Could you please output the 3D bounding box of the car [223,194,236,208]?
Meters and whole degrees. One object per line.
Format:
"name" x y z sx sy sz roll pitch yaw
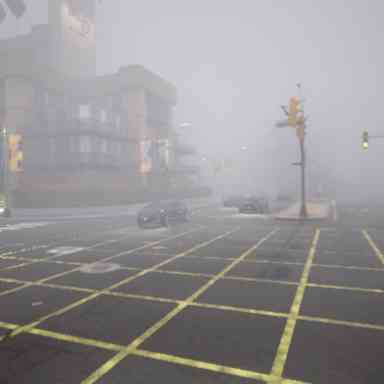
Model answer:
"car" 4.806 0.940 36.252 1.994 1.385 4.181 -1 1 23

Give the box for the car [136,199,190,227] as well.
"car" -1.666 1.234 20.733 1.837 1.490 4.892 -1 0 23

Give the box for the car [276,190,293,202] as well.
"car" 12.844 0.558 46.067 1.882 1.535 5.008 -1 1 23

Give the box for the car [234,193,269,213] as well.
"car" 5.318 1.044 28.494 1.994 1.385 4.181 -1 1 23

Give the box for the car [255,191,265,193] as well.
"car" 9.813 0.643 47.875 1.812 1.442 4.674 -1 1 23
